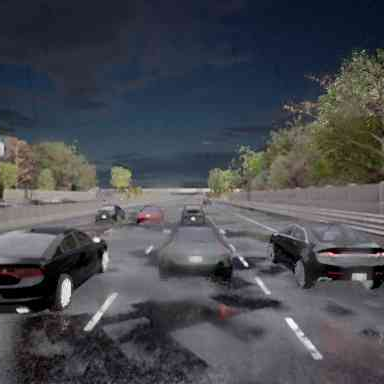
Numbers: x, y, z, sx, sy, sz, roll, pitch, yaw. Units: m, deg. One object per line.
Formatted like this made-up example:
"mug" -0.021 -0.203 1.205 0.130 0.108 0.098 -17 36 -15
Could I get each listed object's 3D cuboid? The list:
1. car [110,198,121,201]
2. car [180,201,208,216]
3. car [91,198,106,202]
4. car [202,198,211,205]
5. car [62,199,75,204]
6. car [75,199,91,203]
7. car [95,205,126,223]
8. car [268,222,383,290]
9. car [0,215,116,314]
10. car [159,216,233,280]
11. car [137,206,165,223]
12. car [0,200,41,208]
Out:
"car" -17.517 2.021 76.233 1.882 1.535 5.008 0 -1 0
"car" 0.094 1.774 27.372 1.837 1.490 4.892 0 -1 0
"car" -21.017 2.095 76.231 1.994 1.385 4.181 0 -1 0
"car" 3.482 2.298 78.050 1.837 1.490 4.892 0 -1 0
"car" -28.017 2.137 76.199 1.895 1.301 4.718 0 -1 0
"car" -24.517 2.138 76.200 1.895 1.301 4.718 0 -1 0
"car" -6.907 1.805 28.436 1.812 1.442 4.674 0 -1 0
"car" 3.499 1.579 9.378 2.128 1.511 4.902 0 -1 0
"car" -3.400 1.555 7.916 1.882 1.535 5.008 0 -1 0
"car" 0.097 1.665 10.284 1.994 1.385 4.181 0 -1 0
"car" -3.404 1.839 28.040 1.994 1.385 4.181 0 -1 0
"car" -17.597 1.694 34.839 2.097 1.767 4.553 0 -1 0
